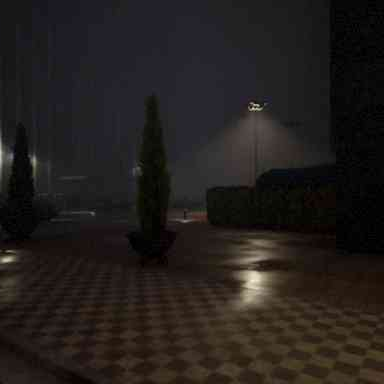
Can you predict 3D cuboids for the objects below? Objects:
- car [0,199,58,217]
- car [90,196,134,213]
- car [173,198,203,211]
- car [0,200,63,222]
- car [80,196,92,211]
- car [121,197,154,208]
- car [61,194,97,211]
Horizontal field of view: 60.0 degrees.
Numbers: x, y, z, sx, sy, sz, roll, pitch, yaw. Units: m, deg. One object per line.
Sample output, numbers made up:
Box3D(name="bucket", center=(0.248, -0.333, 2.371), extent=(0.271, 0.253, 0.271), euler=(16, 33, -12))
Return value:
Box3D(name="car", center=(-15.825, 1.504, 32.329), extent=(1.837, 1.490, 4.892), euler=(0, 0, 35))
Box3D(name="car", center=(-8.305, 1.490, 36.663), extent=(2.128, 1.511, 4.902), euler=(0, 0, 35))
Box3D(name="car", center=(-0.480, 1.491, 41.780), extent=(2.128, 1.511, 4.902), euler=(0, 0, 35))
Box3D(name="car", center=(-12.613, 1.546, 24.338), extent=(2.033, 1.411, 5.357), euler=(0, 0, 35))
Box3D(name="car", center=(-10.494, 1.504, 39.990), extent=(1.837, 1.490, 4.892), euler=(0, 0, 35))
Box3D(name="car", center=(-8.046, 1.490, 49.614), extent=(2.128, 1.511, 4.902), euler=(0, 0, 35))
Box3D(name="car", center=(-14.038, 1.220, 41.032), extent=(2.150, 2.045, 5.566), euler=(0, 0, 35))
